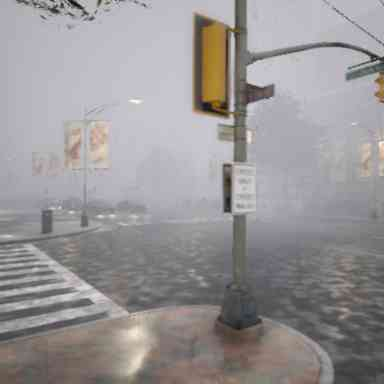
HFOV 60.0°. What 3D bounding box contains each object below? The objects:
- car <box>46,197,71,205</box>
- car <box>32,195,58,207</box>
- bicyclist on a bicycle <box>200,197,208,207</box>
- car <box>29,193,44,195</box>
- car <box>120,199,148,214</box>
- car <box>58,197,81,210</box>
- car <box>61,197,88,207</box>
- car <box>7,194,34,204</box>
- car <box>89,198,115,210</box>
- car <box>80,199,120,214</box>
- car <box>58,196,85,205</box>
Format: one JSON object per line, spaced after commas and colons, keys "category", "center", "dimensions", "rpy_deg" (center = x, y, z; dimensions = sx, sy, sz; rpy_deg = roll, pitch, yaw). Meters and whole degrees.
{"category": "car", "center": [-25.187, 1.642, 62.735], "dimensions": [4.674, 1.442, 1.812], "rpy_deg": [0, 0, 26]}
{"category": "car", "center": [-22.368, 1.634, 51.888], "dimensions": [5.357, 1.411, 2.033], "rpy_deg": [0, 0, 41]}
{"category": "bicyclist on a bicycle", "center": [1.837, 1.531, 50.662], "dimensions": [1.656, 1.620, 0.582], "rpy_deg": [0, 0, -36]}
{"category": "car", "center": [-33.476, 1.261, 69.796], "dimensions": [5.566, 2.045, 2.150], "rpy_deg": [0, 0, 12]}
{"category": "car", "center": [-6.858, 1.599, 37.902], "dimensions": [1.882, 1.535, 5.008], "rpy_deg": [1, 0, -37]}
{"category": "car", "center": [-15.602, 1.446, 43.983], "dimensions": [2.097, 1.767, 4.553], "rpy_deg": [1, 0, -37]}
{"category": "car", "center": [-18.945, 1.606, 53.454], "dimensions": [4.902, 1.511, 2.128], "rpy_deg": [0, 0, 44]}
{"category": "car", "center": [-34.436, 1.620, 66.428], "dimensions": [4.718, 1.301, 1.895], "rpy_deg": [0, 0, 12]}
{"category": "car", "center": [-12.298, 1.646, 45.418], "dimensions": [1.812, 1.442, 4.674], "rpy_deg": [1, 0, -37]}
{"category": "car", "center": [-10.175, 1.642, 36.535], "dimensions": [2.033, 1.411, 5.357], "rpy_deg": [1, 0, -35]}
{"category": "car", "center": [-23.950, 1.663, 66.026], "dimensions": [4.902, 1.511, 2.128], "rpy_deg": [0, 0, 26]}
